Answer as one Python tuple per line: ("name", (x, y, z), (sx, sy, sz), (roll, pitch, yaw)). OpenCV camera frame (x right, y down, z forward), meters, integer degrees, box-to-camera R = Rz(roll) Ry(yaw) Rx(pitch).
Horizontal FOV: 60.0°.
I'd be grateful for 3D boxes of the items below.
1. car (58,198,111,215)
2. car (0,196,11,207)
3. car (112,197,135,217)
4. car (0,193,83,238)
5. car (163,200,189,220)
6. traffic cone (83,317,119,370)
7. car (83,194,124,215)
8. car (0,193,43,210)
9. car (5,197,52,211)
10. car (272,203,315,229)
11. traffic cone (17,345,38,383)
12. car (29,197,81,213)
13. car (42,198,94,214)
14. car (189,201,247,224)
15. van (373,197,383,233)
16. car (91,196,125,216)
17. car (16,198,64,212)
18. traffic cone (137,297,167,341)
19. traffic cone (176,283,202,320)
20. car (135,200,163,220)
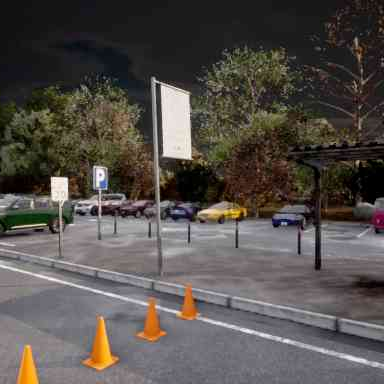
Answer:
("car", (-11.192, 1.461, 34.896), (2.231, 1.521, 4.892), (0, 0, 35))
("car", (-29.260, 1.331, 47.818), (1.946, 1.575, 5.366), (1, 0, 35))
("car", (-4.372, 1.468, 30.120), (2.097, 1.535, 5.008), (0, 0, 35))
("car", (-8.924, 1.220, 17.293), (2.435, 2.045, 5.566), (0, 0, 35))
("car", (0.185, 1.504, 26.950), (2.163, 1.488, 4.792), (0, 0, 35))
("traffic cone", (-1.206, 1.957, 4.412), (0.340, 0.580, 0.340), (0, 0, 35))
("car", (-8.934, 1.211, 33.282), (2.435, 2.045, 5.566), (0, 0, 35))
("car", (-22.567, 1.152, 42.855), (2.435, 2.045, 5.566), (0, 0, 35))
("car", (-20.265, 1.451, 41.309), (2.163, 1.488, 4.792), (0, 0, 35))
("car", (6.966, 1.513, 22.117), (2.163, 1.488, 4.792), (0, 0, 35))
("traffic cone", (-1.781, 1.957, 3.595), (0.340, 0.580, 0.340), (0, 0, 35))
("car", (-15.629, 1.443, 38.244), (1.946, 1.575, 5.366), (0, 0, 35))
("car", (-13.465, 1.454, 36.492), (2.097, 1.535, 5.008), (0, 0, 35))
("car", (2.333, 1.474, 25.179), (1.946, 1.575, 5.366), (0, 0, 35))
("van", (11.592, 1.264, 19.046), (1.878, 1.987, 4.442), (0, 0, 35))
("car", (-6.643, 1.465, 31.715), (2.097, 1.535, 5.008), (0, 0, 35))
("car", (-18.020, 1.468, 39.662), (2.163, 1.488, 4.792), (0, 0, 35))
("traffic cone", (-0.631, 1.957, 5.229), (0.340, 0.580, 0.340), (0, 0, 35))
("traffic cone", (-0.057, 1.957, 6.044), (0.340, 0.580, 0.340), (0, 0, 36))
("car", (-2.099, 1.473, 28.526), (2.231, 1.521, 4.892), (0, 0, 35))
